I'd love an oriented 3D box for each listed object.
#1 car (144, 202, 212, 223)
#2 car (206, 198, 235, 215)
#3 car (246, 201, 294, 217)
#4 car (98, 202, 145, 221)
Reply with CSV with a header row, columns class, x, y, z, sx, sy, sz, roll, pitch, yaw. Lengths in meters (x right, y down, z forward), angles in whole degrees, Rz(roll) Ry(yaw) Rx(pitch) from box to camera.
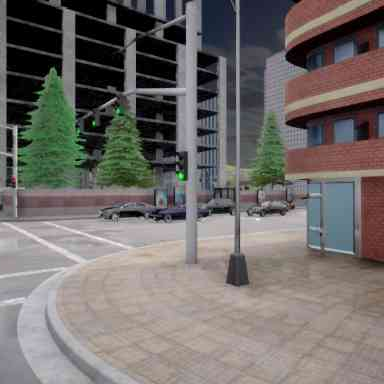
class,x,y,z,sx,sy,sz,roll,pitch,yaw
car,-1.028,1.663,26.311,4.718,1.301,1.895,0,0,-35
car,2.193,1.415,32.879,4.553,1.767,2.097,0,0,-35
car,7.351,1.587,32.237,4.674,1.442,1.812,0,0,-35
car,-5.291,1.555,27.582,4.902,1.511,2.128,0,0,-35
